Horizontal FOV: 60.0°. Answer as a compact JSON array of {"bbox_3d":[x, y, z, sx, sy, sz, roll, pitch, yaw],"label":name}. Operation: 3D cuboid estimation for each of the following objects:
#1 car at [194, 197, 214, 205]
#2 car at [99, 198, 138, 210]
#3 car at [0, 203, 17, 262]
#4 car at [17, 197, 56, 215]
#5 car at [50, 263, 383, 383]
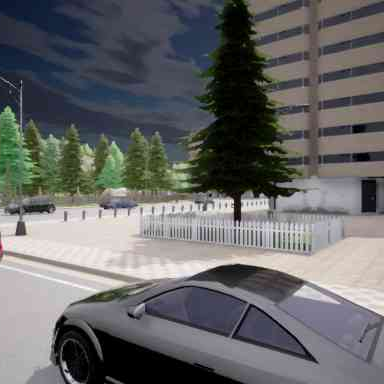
[{"bbox_3d":[2.081,1.565,59.265,1.994,1.385,4.181,0,0,36],"label":"car"},{"bbox_3d":[-9.437,1.547,43.240,2.033,1.411,5.357,0,0,36],"label":"car"},{"bbox_3d":[-7.415,1.221,9.228,5.566,2.045,2.150,0,0,36],"label":"car"},{"bbox_3d":[-16.280,1.352,33.627,2.097,1.767,4.553,0,0,35],"label":"car"},{"bbox_3d":[0.274,1.564,3.796,4.181,1.385,1.994,0,0,35],"label":"car"}]
